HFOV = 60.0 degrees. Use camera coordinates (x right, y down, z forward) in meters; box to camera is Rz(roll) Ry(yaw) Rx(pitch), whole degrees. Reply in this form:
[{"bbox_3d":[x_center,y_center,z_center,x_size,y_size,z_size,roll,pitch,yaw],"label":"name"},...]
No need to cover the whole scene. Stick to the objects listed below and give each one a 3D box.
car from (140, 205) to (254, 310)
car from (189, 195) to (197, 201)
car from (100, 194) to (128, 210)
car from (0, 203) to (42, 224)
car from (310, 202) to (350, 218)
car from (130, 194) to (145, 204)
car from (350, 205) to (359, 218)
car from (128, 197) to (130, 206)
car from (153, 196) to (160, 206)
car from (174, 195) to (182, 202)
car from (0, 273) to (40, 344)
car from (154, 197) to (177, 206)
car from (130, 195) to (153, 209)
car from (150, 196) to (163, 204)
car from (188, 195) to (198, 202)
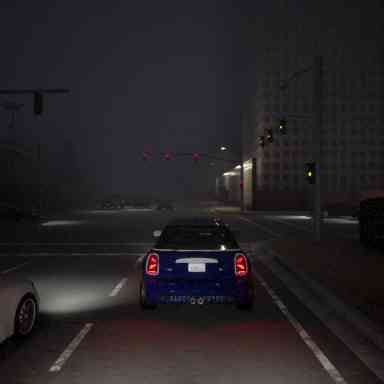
[{"bbox_3d":[0.101,1.352,7.990,2.097,1.767,4.553,0,0,0],"label":"car"},{"bbox_3d":[0.185,1.540,83.772,2.033,1.411,5.357,0,0,0],"label":"car"},{"bbox_3d":[-10.493,1.221,44.032,2.150,2.045,5.566,0,0,0],"label":"car"},{"bbox_3d":[-13.333,1.553,23.975,4.674,1.442,1.812,0,0,-12],"label":"car"},{"bbox_3d":[13.018,1.619,30.365,4.181,1.385,1.994,0,0,0],"label":"car"},{"bbox_3d":[-10.409,1.352,63.584,2.097,1.767,4.553,0,0,1],"label":"car"},{"bbox_3d":[15.861,1.560,26.864,4.892,1.490,1.837,0,0,0],"label":"car"},{"bbox_3d":[-10.466,1.477,53.804,1.882,1.535,5.008,0,0,0],"label":"car"},{"bbox_3d":[-6.958,1.505,55.158,1.837,1.490,4.892,0,0,0],"label":"car"},{"bbox_3d":[-3.332,1.474,75.841,1.882,1.535,5.008,0,0,0],"label":"car"},{"bbox_3d":[-3.431,1.526,3.560,1.812,1.442,4.674,0,0,1],"label":"car"},{"bbox_3d":[-3.227,1.600,41.114,1.895,1.301,4.718,0,0,0],"label":"car"},{"bbox_3d":[-6.983,1.526,46.264,1.812,1.442,4.674,0,0,0],"label":"car"},{"bbox_3d":[-6.898,1.564,65.204,1.994,1.385,4.181,0,0,0],"label":"car"},{"bbox_3d":[0.170,1.355,73.790,2.097,1.767,4.553,0,0,0],"label":"car"}]
